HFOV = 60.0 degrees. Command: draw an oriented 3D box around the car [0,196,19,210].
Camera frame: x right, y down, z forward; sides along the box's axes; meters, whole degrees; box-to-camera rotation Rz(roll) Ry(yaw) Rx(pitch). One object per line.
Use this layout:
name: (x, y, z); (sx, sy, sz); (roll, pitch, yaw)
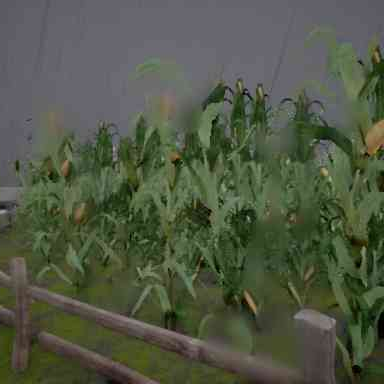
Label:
car: (-20.107, 1.182, 33.687); (1.882, 1.535, 5.008); (-1, 1, 31)
